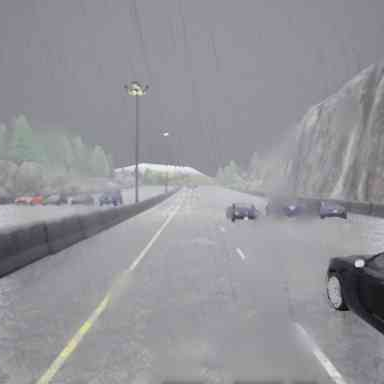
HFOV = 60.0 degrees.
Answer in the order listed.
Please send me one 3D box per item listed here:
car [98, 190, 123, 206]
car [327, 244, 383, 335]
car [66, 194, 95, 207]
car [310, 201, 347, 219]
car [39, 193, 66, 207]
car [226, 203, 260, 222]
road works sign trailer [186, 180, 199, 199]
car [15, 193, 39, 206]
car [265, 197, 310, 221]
[{"bbox_3d":[-10.574,0.774,43.756,2.150,2.045,5.566,0,1,0],"label":"car"},{"bbox_3d":[3.601,1.463,4.638,1.882,1.535,5.008,0,0,0],"label":"car"},{"bbox_3d":[-14.075,1.039,43.122,1.882,1.535,5.008,0,1,0],"label":"car"},{"bbox_3d":[10.602,1.373,26.585,1.994,1.385,4.181,0,1,0],"label":"car"},{"bbox_3d":[-17.575,1.087,43.117,1.812,1.442,4.674,0,1,0],"label":"car"},{"bbox_3d":[3.602,1.436,24.291,1.895,1.301,4.718,0,1,0],"label":"car"},{"bbox_3d":[-0.003,-0.425,63.695,2.380,3.560,2.880,0,1,0],"label":"road works sign trailer"},{"bbox_3d":[-21.070,0.909,43.332,2.097,1.767,4.553,0,1,0],"label":"car"},{"bbox_3d":[7.102,1.171,25.699,2.097,1.767,4.553,0,1,0],"label":"car"}]
